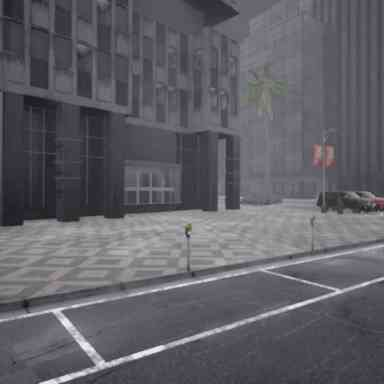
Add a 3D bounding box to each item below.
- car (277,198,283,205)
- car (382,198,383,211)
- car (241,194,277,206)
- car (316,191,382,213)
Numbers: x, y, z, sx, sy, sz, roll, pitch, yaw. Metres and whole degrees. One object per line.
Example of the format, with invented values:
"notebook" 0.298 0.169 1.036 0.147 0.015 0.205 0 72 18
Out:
"car" 9.880 1.022 45.932 2.033 1.411 5.357 0 1 -35
"car" 17.719 0.933 34.887 2.150 2.045 5.566 0 1 -35
"car" 8.275 1.061 42.580 1.994 1.385 4.181 0 1 -35
"car" 15.107 0.927 32.950 2.150 2.045 5.566 0 1 -35
